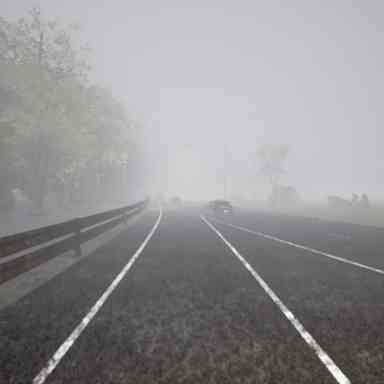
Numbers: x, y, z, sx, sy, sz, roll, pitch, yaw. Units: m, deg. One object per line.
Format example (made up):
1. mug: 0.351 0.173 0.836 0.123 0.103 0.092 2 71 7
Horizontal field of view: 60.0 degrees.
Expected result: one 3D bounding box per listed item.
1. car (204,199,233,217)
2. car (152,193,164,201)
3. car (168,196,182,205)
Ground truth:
1. car: 2.476 1.465 31.525 1.837 1.490 4.892 0 0 -11
2. car: -8.395 1.215 85.500 2.150 2.045 5.566 0 0 -11
3. car: -3.041 1.494 58.916 1.837 1.490 4.892 0 0 -11
